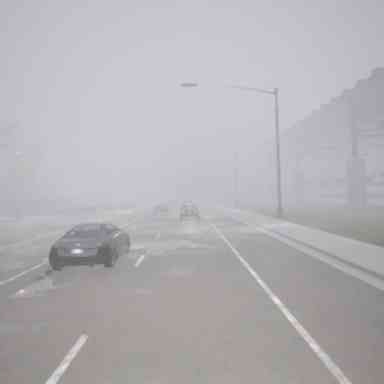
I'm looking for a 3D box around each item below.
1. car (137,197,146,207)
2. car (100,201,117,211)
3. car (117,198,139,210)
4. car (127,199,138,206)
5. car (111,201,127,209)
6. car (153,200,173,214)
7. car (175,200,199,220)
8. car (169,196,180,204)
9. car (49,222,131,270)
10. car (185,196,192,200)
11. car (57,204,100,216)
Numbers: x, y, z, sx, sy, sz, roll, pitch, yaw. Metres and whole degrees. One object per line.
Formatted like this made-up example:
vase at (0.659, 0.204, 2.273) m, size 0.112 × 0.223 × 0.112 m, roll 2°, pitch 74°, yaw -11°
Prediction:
car at (-11.365, 2.204, 73.248) m, size 2.150 × 2.045 × 5.566 m, roll -2°, pitch 0°, yaw -1°
car at (-14.643, 2.297, 56.073) m, size 2.097 × 1.767 × 4.553 m, roll -2°, pitch 0°, yaw -1°
car at (-11.189, 2.344, 57.738) m, size 2.128 × 1.511 × 4.902 m, roll -2°, pitch 0°, yaw 0°
car at (-14.987, 2.574, 83.490) m, size 1.882 × 1.535 × 5.008 m, roll -2°, pitch 0°, yaw -1°
car at (-14.784, 2.591, 67.751) m, size 2.033 × 1.411 × 5.357 m, roll -2°, pitch 0°, yaw -1°
car at (-3.869, 2.091, 42.431) m, size 1.895 × 1.301 × 4.718 m, roll -2°, pitch -1°, yaw -1°
car at (-0.241, 1.835, 32.089) m, size 2.033 × 1.411 × 5.357 m, roll -2°, pitch -1°, yaw -1°
car at (-4.383, 2.268, 75.115) m, size 1.837 × 1.490 × 4.892 m, roll -2°, pitch 0°, yaw -1°
car at (-3.481, 1.778, 12.014) m, size 1.994 × 1.385 × 4.181 m, roll -2°, pitch -1°, yaw -1°
car at (-0.686, 2.085, 67.310) m, size 1.882 × 1.535 × 5.008 m, roll -2°, pitch -1°, yaw -1°
car at (-15.157, 2.332, 43.868) m, size 5.008 × 1.535 × 1.882 m, roll -1°, pitch 1°, yaw -25°
